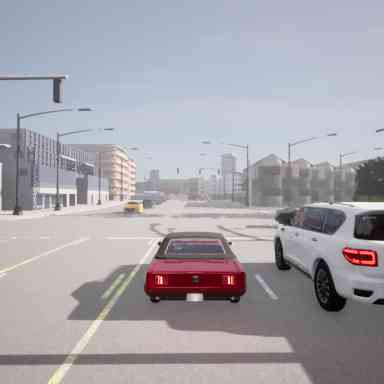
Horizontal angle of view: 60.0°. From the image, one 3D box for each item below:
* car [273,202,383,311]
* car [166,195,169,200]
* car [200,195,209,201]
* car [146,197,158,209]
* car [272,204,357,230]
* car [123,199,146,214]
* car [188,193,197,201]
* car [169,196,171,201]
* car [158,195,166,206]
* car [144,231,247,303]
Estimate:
[{"bbox_3d":[3.565,1.234,7.919,2.150,2.045,5.566,0,0,0],"label":"car"},{"bbox_3d":[-6.983,1.726,76.142,1.812,1.442,4.674,0,1,0],"label":"car"},{"bbox_3d":[3.520,1.523,89.240,2.097,1.767,4.553,0,-1,0],"label":"car"},{"bbox_3d":[-7.078,1.920,53.281,1.837,1.490,4.892,0,0,0],"label":"car"},{"bbox_3d":[7.870,1.597,21.880,4.902,1.511,2.128,0,0,10],"label":"car"},{"bbox_3d":[-7.002,1.792,39.753,1.882,1.535,5.008,0,-1,-2],"label":"car"},{"bbox_3d":[0.020,1.389,88.887,2.150,2.045,5.566,0,-1,0],"label":"car"},{"bbox_3d":[-6.980,1.541,91.223,2.097,1.767,4.553,0,0,0],"label":"car"},{"bbox_3d":[-7.021,1.840,65.705,2.128,1.511,4.902,0,1,0],"label":"car"},{"bbox_3d":[0.071,1.617,8.211,1.895,1.301,4.718,0,0,0],"label":"car"}]
